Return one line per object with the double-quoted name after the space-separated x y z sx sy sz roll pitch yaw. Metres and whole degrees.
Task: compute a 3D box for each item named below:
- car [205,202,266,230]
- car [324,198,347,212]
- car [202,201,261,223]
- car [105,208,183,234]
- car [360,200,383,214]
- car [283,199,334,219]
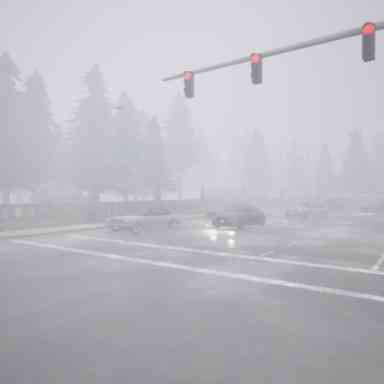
3.021 1.544 21.115 1.994 1.385 4.181 0 0 39 "car"
14.552 1.446 35.944 4.892 1.490 1.837 -2 1 -28 "car"
3.329 1.528 27.046 2.033 1.411 5.357 0 0 41 "car"
-2.712 1.599 19.521 1.895 1.301 4.718 0 0 38 "car"
19.615 1.494 34.572 4.181 1.385 1.994 0 0 -23 "car"
9.904 1.561 28.630 4.718 1.301 1.895 0 0 -40 "car"
